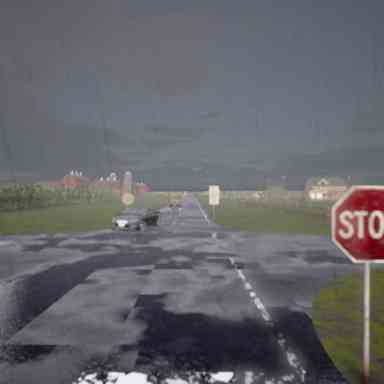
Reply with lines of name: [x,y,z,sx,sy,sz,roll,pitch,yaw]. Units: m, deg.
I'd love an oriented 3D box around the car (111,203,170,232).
car: [-3.431,1.655,21.594,2.128,1.511,4.902,1,0,15]

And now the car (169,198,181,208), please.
car: [-2.772,1.840,55.119,1.882,1.535,5.008,0,0,0]
